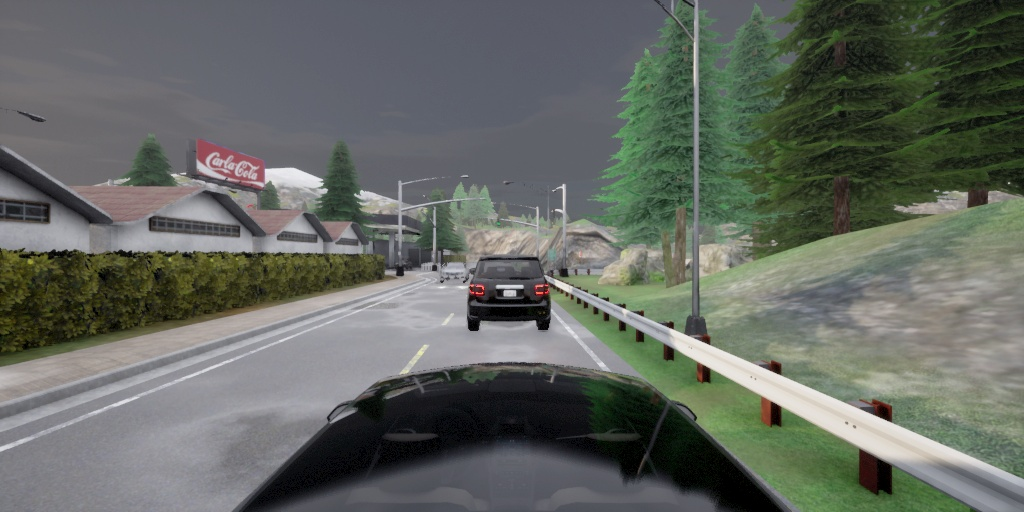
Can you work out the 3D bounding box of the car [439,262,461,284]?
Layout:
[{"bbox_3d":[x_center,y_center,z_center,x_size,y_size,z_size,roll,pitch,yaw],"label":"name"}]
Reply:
[{"bbox_3d":[-4.254,1.177,27.259,1.812,1.442,4.674,0,0,-2],"label":"car"}]

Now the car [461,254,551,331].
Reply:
[{"bbox_3d":[-0.141,0.966,11.079,2.150,2.045,5.566,0,0,-2],"label":"car"}]
